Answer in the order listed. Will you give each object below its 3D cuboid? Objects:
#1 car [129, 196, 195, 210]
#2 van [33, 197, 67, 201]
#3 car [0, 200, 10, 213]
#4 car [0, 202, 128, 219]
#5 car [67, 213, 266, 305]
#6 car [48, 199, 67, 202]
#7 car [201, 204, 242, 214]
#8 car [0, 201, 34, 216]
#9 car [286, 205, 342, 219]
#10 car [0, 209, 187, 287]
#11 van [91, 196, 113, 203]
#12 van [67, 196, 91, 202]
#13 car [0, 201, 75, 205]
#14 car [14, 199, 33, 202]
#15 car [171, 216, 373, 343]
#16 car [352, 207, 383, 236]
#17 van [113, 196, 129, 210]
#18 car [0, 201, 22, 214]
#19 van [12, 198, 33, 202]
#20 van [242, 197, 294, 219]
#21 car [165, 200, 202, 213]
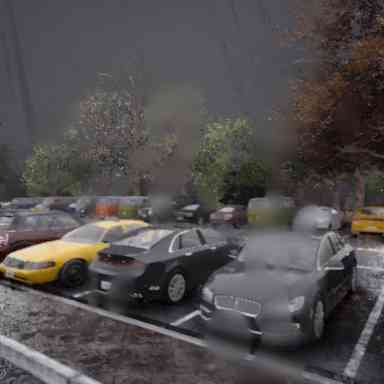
[{"bbox_3d":[-1.731,1.323,25.420,2.435,2.045,5.566,0,0,35],"label":"car"},{"bbox_3d":[-12.961,1.482,33.284,1.878,1.987,4.442,-1,-1,35],"label":"van"},{"bbox_3d":[-26.460,1.926,42.973,2.185,1.767,4.553,-1,-1,35],"label":"car"},{"bbox_3d":[-4.783,1.424,11.542,2.185,1.767,4.553,0,0,35],"label":"car"},{"bbox_3d":[-0.241,1.526,8.348,2.231,1.521,4.892,0,0,35],"label":"car"},{"bbox_3d":[-10.628,1.651,31.778,2.097,1.535,5.008,-1,-1,35],"label":"car"},{"bbox_3d":[2.905,1.588,22.160,2.002,1.452,4.674,0,0,35],"label":"car"},{"bbox_3d":[-21.925,1.937,39.785,2.097,1.535,5.008,-1,-1,35],"label":"car"},{"bbox_3d":[7.323,1.563,19.030,2.002,1.452,4.674,0,0,35],"label":"car"},{"bbox_3d":[-2.608,1.534,9.809,1.946,1.575,5.366,0,0,35],"label":"car"},{"bbox_3d":[-6.063,1.373,28.673,1.878,1.987,4.442,0,0,35],"label":"van"},{"bbox_3d":[-8.565,1.386,30.164,1.878,1.987,4.442,-1,-1,35],"label":"van"},{"bbox_3d":[-7.047,1.437,13.149,2.185,1.767,4.553,0,0,35],"label":"car"},{"bbox_3d":[-15.253,1.762,34.828,1.946,1.575,5.366,-1,-1,35],"label":"car"},{"bbox_3d":[2.030,1.513,6.751,2.231,1.521,4.892,0,0,35],"label":"car"},{"bbox_3d":[9.678,1.510,17.347,2.097,1.535,5.008,0,0,35],"label":"car"},{"bbox_3d":[-3.906,1.361,27.142,1.878,1.987,4.442,0,0,35],"label":"van"},{"bbox_3d":[-24.286,1.996,41.462,2.097,1.535,5.008,-1,-1,35],"label":"car"},{"bbox_3d":[-17.341,1.597,36.681,1.878,1.987,4.442,-1,-1,35],"label":"van"},{"bbox_3d":[5.129,1.310,20.727,1.878,1.987,4.442,0,0,35],"label":"van"},{"bbox_3d":[0.643,1.561,23.762,2.097,1.535,5.008,0,0,35],"label":"car"}]
